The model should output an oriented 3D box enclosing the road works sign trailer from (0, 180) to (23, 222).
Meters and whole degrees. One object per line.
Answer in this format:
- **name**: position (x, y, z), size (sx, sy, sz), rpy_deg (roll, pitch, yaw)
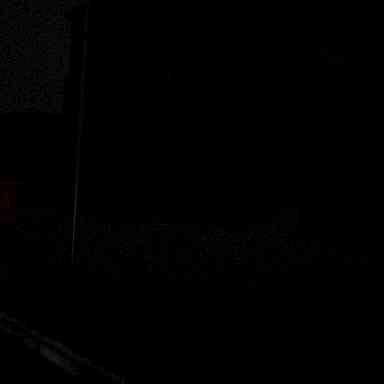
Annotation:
- **road works sign trailer**: position (-10.926, 0.514, 17.090), size (2.880, 2.380, 3.560), rpy_deg (3, 3, -7)
